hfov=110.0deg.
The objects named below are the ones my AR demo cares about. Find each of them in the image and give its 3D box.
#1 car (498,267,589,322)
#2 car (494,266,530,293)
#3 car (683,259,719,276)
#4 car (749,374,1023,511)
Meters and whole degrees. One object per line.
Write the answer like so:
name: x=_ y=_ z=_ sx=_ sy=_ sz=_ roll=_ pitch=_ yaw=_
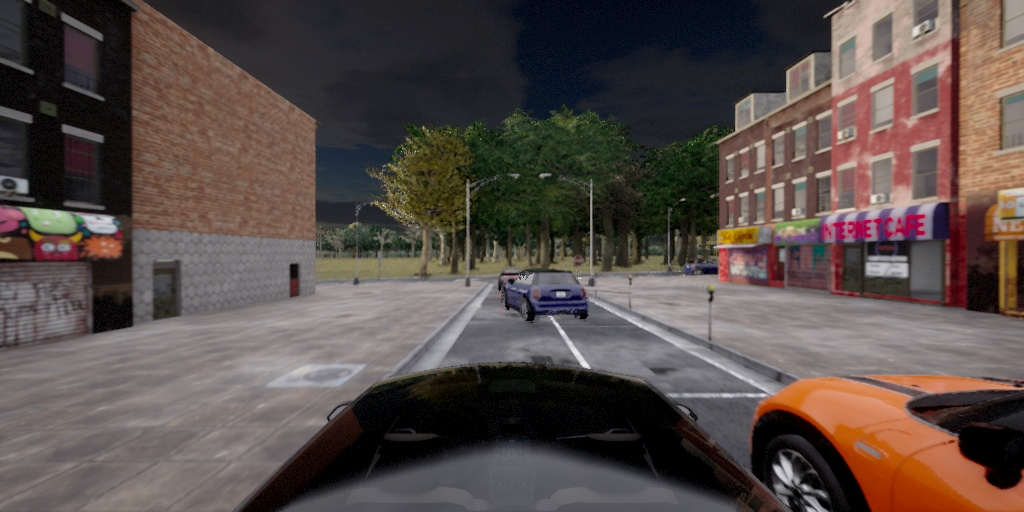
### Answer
car: x=1.027 y=1.231 z=13.199 sx=2.097 sy=1.767 sz=4.553 roll=0 pitch=-1 yaw=-13
car: x=0.098 y=1.496 z=24.148 sx=2.128 sy=1.511 sz=4.902 roll=0 pitch=-1 yaw=2
car: x=19.152 y=1.025 z=34.730 sx=4.553 sy=1.767 sz=2.097 roll=-1 pitch=0 yaw=0
car: x=2.990 y=1.096 z=1.068 sx=2.097 sy=1.767 sz=4.553 roll=0 pitch=-1 yaw=0
